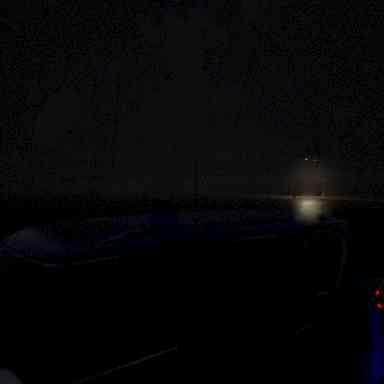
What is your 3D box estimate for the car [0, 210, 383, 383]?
[{"bbox_3d":[-0.676,1.222,2.589,5.566,2.045,2.150,0,0,-35],"label":"car"}]
